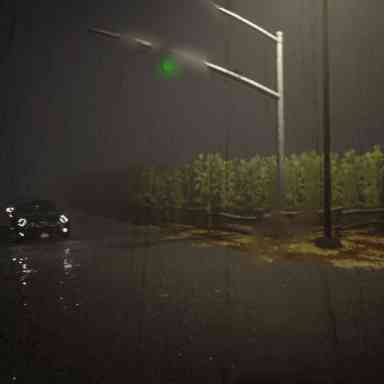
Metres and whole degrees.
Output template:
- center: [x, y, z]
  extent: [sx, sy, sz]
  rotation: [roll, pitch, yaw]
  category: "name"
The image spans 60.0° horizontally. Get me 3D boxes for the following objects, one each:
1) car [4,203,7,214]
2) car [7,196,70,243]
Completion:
- center: [-12.121, 1.101, 23.667]
  extent: [2.097, 1.767, 4.553]
  rotation: [-2, 1, -31]
  category: "car"
- center: [-7.113, 1.169, 15.376]
  extent: [2.097, 1.767, 4.553]
  rotation: [-2, 1, -31]
  category: "car"
